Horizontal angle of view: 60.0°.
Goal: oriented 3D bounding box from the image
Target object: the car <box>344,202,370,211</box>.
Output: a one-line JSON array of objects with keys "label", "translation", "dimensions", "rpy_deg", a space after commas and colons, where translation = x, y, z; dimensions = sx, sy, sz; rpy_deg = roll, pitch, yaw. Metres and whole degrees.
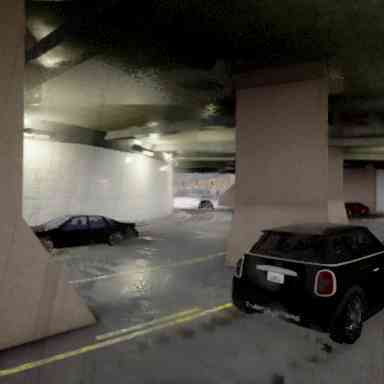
[{"label": "car", "translation": [17.964, 1.865, 37.523], "dimensions": [1.882, 1.535, 5.008], "rpy_deg": [0, 0, -2]}]

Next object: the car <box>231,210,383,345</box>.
[{"label": "car", "translation": [2.873, 1.421, 6.849], "dimensions": [4.553, 1.767, 2.097], "rpy_deg": [1, -1, -44]}]

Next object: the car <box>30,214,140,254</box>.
[{"label": "car", "translation": [-4.789, 1.631, 13.861], "dimensions": [5.357, 1.411, 2.033], "rpy_deg": [1, -1, -44]}]

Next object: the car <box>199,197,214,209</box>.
[{"label": "car", "translation": [2.185, 1.946, 52.106], "dimensions": [1.812, 1.442, 4.674], "rpy_deg": [0, 0, -8]}]
